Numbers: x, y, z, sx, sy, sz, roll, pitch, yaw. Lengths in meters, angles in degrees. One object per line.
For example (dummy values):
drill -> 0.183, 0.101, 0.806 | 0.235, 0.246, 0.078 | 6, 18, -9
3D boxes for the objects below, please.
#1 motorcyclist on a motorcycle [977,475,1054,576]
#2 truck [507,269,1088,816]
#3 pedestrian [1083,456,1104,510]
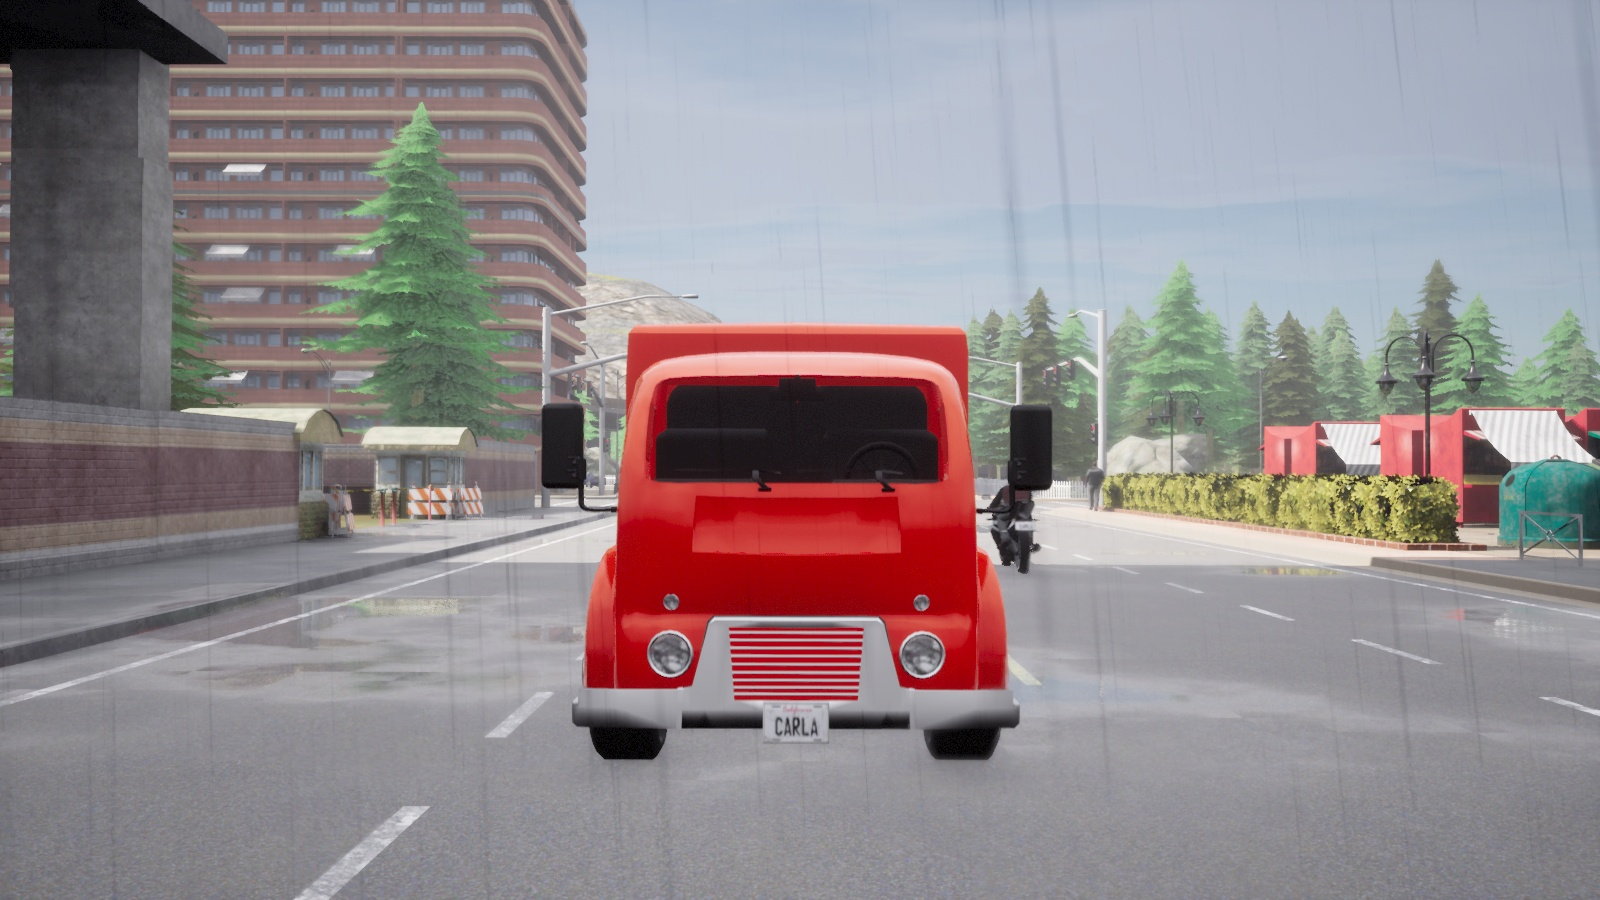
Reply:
motorcyclist on a motorcycle -> 3.453, 1.176, 20.318 | 0.866, 1.530, 2.191 | 0, -1, 0
truck -> -0.022, 0.472, 8.304 | 2.627, 2.467, 5.204 | 0, -1, 0
pedestrian -> 10.508, 1.179, 44.939 | 0.563, 1.883, 0.849 | 0, -1, 3
